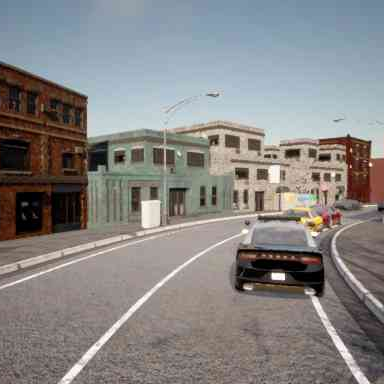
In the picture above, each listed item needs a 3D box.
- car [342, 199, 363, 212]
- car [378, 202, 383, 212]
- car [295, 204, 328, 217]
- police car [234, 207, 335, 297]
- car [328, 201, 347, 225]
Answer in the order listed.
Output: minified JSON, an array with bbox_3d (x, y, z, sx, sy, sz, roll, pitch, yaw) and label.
[{"bbox_3d":[18.762,1.598,39.864,5.357,1.411,2.033,0,1,-45],"label":"car"},{"bbox_3d":[24.048,1.684,40.147,4.181,1.385,1.994,0,1,-44],"label":"car"},{"bbox_3d":[5.796,1.471,17.656,1.801,1.575,5.366,1,0,28],"label":"car"},{"bbox_3d":[2.323,1.428,8.912,1.930,1.638,5.238,0,0,15],"label":"police car"},{"bbox_3d":[8.690,1.558,22.248,1.812,1.442,4.674,1,0,36],"label":"car"}]
